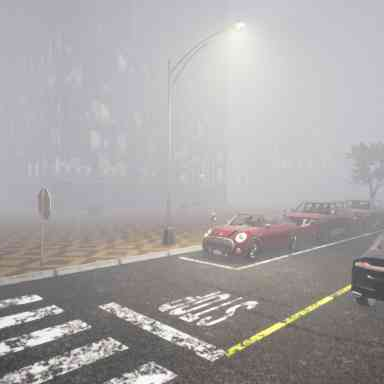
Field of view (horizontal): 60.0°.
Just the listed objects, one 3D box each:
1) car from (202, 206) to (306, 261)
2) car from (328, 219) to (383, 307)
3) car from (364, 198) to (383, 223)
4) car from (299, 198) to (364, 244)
[{"bbox_3d":[2.234,1.448,12.283,4.097,1.590,1.967,0,0,-45],"label":"car"},{"bbox_3d":[4.990,1.495,7.003,4.902,1.511,2.128,0,0,-45],"label":"car"},{"bbox_3d":[10.227,1.327,20.261,5.009,1.841,2.192,0,0,-45],"label":"car"},{"bbox_3d":[6.231,1.325,16.271,5.009,1.841,2.192,0,0,-45],"label":"car"}]
